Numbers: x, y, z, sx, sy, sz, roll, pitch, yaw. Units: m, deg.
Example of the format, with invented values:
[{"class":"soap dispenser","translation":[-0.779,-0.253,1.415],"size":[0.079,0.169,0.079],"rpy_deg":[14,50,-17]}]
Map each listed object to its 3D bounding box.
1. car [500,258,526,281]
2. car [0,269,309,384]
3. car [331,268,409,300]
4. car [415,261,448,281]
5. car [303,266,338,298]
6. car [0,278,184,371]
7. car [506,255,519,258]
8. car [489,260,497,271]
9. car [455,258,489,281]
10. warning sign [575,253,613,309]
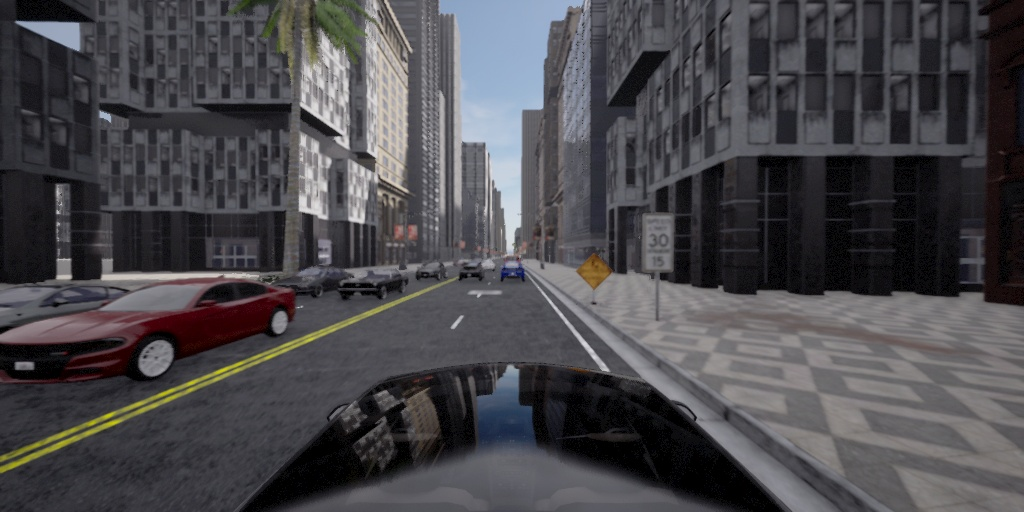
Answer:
[{"class":"car","translation":[0.072,1.170,29.012],"size":[1.882,1.535,5.008],"rpy_deg":[0,0,0]},{"class":"car","translation":[-6.596,1.205,7.345],"size":[1.882,1.535,5.008],"rpy_deg":[0,0,0]},{"class":"car","translation":[-6.583,1.300,17.500],"size":[1.895,1.301,4.718],"rpy_deg":[0,0,0]},{"class":"car","translation":[-6.522,1.198,29.439],"size":[1.837,1.490,4.892],"rpy_deg":[0,0,1]},{"class":"car","translation":[-9.836,1.246,18.343],"size":[2.033,1.411,5.357],"rpy_deg":[0,0,0]},{"class":"car","translation":[-9.839,1.291,7.552],"size":[1.994,1.385,4.181],"rpy_deg":[0,0,1]},{"class":"car","translation":[0.093,0.937,46.008],"size":[2.150,2.045,5.566],"rpy_deg":[0,0,0]},{"class":"car","translation":[-3.149,1.244,47.504],"size":[1.812,1.442,4.674],"rpy_deg":[0,0,0]},{"class":"car","translation":[-3.218,1.198,29.661],"size":[1.837,1.490,4.892],"rpy_deg":[0,0,0]},{"class":"warning sign","translation":[2.855,0.824,12.559],"size":[1.300,1.860,1.060],"rpy_deg":[0,0,0]}]
